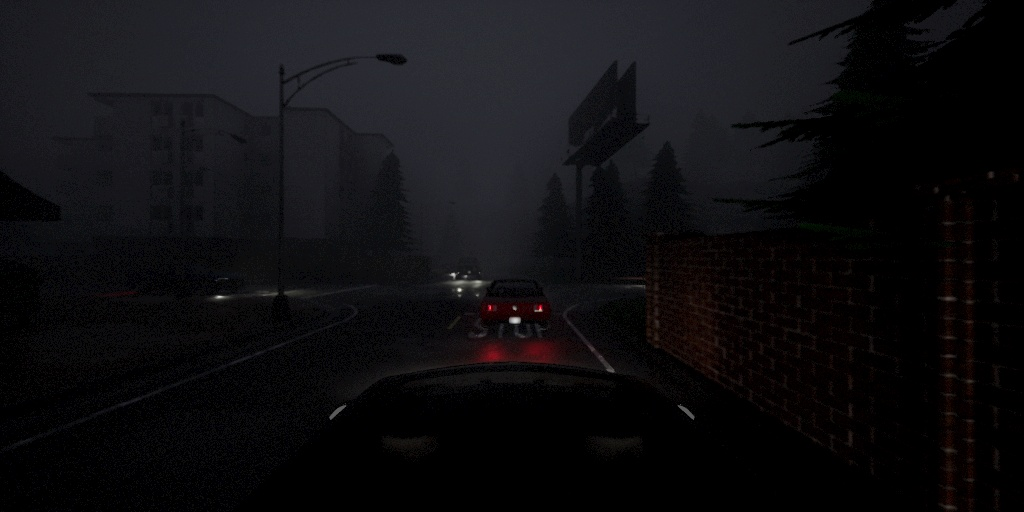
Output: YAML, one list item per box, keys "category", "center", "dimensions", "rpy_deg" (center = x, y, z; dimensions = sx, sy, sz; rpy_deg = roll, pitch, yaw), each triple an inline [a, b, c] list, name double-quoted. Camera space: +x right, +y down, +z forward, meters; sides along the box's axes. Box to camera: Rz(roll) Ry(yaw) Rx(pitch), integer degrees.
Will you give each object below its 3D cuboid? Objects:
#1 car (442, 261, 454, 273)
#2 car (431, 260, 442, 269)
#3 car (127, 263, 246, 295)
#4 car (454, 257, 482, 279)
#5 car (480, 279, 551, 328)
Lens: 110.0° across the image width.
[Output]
- category: "car"
  center: [-7.223, 1.407, 46.077]
  dimensions: [1.837, 1.490, 4.892]
  rpy_deg: [0, 0, -23]
- category: "car"
  center: [-12.542, 1.482, 61.154]
  dimensions: [1.812, 1.442, 4.674]
  rpy_deg: [1, -1, -43]
- category: "car"
  center: [-16.162, 1.107, 17.980]
  dimensions: [5.008, 1.535, 1.882]
  rpy_deg: [0, 0, 0]
- category: "car"
  center: [-4.178, 1.085, 34.381]
  dimensions: [2.150, 2.045, 5.566]
  rpy_deg: [0, 0, -8]
- category: "car"
  center: [0.089, 1.385, 11.515]
  dimensions: [1.895, 1.301, 4.718]
  rpy_deg: [0, 0, 0]
